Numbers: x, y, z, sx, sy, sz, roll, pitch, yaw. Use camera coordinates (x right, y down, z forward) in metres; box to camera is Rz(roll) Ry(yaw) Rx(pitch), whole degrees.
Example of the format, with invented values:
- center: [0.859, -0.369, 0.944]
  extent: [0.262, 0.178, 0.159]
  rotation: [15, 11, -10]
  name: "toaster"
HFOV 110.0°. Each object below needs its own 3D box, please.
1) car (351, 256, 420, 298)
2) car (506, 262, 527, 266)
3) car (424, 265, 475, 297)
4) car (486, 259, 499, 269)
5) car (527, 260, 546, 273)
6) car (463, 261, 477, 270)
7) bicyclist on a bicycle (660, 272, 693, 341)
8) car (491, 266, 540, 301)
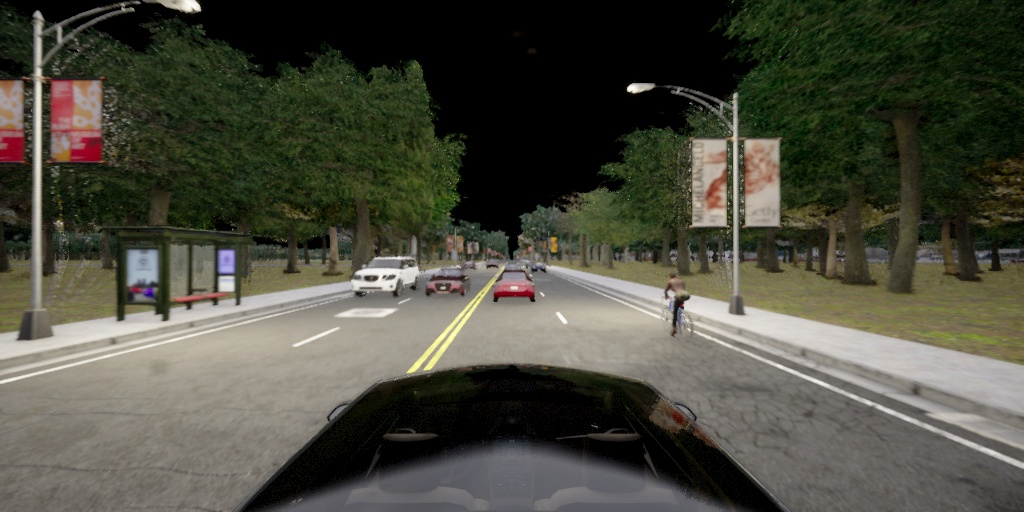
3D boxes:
- center: [-6.599, 1.033, 19.480]
  extent: [2.150, 2.045, 5.566]
  rotation: [0, -1, 0]
  name: "car"
- center: [0.098, 1.411, 35.694]
  extent: [2.033, 1.411, 5.357]
  rotation: [0, 0, 0]
  name: "car"
- center: [-3.349, 1.372, 19.424]
  extent: [1.994, 1.385, 4.181]
  rotation: [0, 0, 0]
  name: "car"
- center: [-3.295, 1.305, 60.708]
  extent: [2.097, 1.767, 4.553]
  rotation: [0, 0, 1]
  name: "car"
- center: [3.350, 1.504, 46.766]
  extent: [1.895, 1.301, 4.718]
  rotation: [0, 0, 0]
  name: "car"
- center: [-6.571, 1.459, 55.583]
  extent: [1.812, 1.442, 4.674]
  rotation: [0, 0, 0]
  name: "car"
- center: [4.143, 1.227, 9.063]
  extent: [0.582, 1.620, 1.656]
  rotation: [0, 0, 0]
  name: "bicyclist on a bicycle"
- center: [0.099, 1.366, 17.669]
  extent: [1.994, 1.385, 4.181]
  rotation: [0, 0, 0]
  name: "car"
